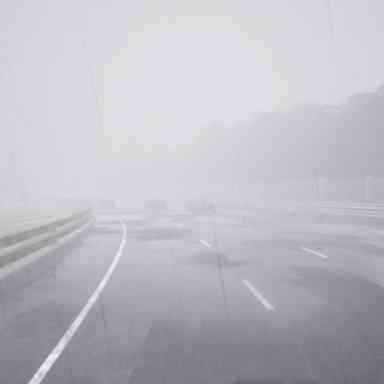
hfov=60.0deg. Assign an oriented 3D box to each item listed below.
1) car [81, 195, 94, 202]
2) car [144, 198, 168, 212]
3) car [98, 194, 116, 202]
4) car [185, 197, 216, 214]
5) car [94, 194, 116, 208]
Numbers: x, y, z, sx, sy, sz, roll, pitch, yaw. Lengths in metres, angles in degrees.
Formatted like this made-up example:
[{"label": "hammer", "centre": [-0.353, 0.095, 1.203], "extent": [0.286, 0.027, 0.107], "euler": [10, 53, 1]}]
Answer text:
[{"label": "car", "centre": [-20.334, 1.342, 65.629], "extent": [1.837, 1.490, 4.892], "euler": [0, 0, -40]}, {"label": "car", "centre": [-4.230, 1.412, 38.313], "extent": [2.128, 1.511, 4.902], "euler": [0, 0, -22]}, {"label": "car", "centre": [-17.396, 1.270, 67.599], "extent": [1.837, 1.490, 4.892], "euler": [0, 0, -37]}, {"label": "car", "centre": [0.838, 1.254, 34.664], "extent": [2.097, 1.767, 4.553], "euler": [0, 0, -18]}, {"label": "car", "centre": [-12.181, 1.463, 47.117], "extent": [1.812, 1.442, 4.674], "euler": [0, 0, -28]}]
